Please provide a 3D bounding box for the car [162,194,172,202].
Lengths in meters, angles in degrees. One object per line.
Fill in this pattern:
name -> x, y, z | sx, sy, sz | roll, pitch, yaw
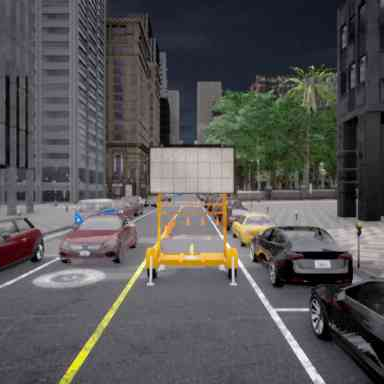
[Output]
car -> -5.752, 1.245, 74.095 | 2.192, 1.841, 5.009 | 0, 0, 0

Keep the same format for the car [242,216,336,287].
car -> 2.763, 1.562, 9.109 | 1.947, 1.339, 4.313 | 0, 0, 0

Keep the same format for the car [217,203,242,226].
car -> 2.764, 1.574, 20.082 | 1.802, 1.307, 4.206 | 0, 0, 0

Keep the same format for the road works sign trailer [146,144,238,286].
road works sign trailer -> 0.000, 0.461, 9.404 | 2.380, 3.560, 2.880 | 0, 0, 0

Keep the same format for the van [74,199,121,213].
van -> -5.761, 1.334, 20.096 | 1.690, 1.788, 3.998 | 0, 0, 0

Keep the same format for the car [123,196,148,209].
car -> -5.760, 1.303, 31.071 | 2.192, 1.841, 5.009 | 0, 0, 0

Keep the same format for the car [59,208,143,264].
car -> -3.100, 1.521, 11.922 | 1.812, 1.442, 4.674 | 0, 0, 0

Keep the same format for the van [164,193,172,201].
van -> -5.752, 1.260, 79.515 | 1.690, 1.788, 3.998 | 0, 0, 0

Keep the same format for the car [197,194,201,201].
car -> 2.772, 1.496, 74.075 | 1.947, 1.339, 4.313 | 0, 0, 0

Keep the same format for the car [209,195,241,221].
car -> 2.765, 1.306, 25.569 | 2.192, 1.841, 5.009 | 0, 0, 0

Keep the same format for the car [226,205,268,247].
car -> 2.763, 1.520, 14.765 | 1.752, 1.417, 4.829 | 0, 0, 0

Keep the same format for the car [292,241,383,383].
car -> 2.762, 1.564, 3.622 | 1.947, 1.339, 4.313 | 0, 0, 0

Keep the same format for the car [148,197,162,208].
car -> -5.757, 1.542, 47.536 | 1.947, 1.339, 4.313 | 0, 0, 0

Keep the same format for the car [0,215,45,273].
car -> -5.762, 1.437, 9.121 | 1.967, 1.590, 4.097 | 0, 0, 0

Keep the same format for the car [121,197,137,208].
car -> -5.760, 1.431, 25.584 | 1.967, 1.590, 4.097 | 0, 0, 0

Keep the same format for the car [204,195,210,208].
car -> 2.767, 1.301, 36.542 | 2.192, 1.841, 5.009 | 0, 0, 0

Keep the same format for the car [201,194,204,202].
car -> 2.769, 1.291, 47.516 | 2.192, 1.841, 5.009 | 0, 0, 0

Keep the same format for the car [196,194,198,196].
car -> 2.774, 1.347, 84.915 | 1.967, 1.590, 4.097 | 0, 0, 0
